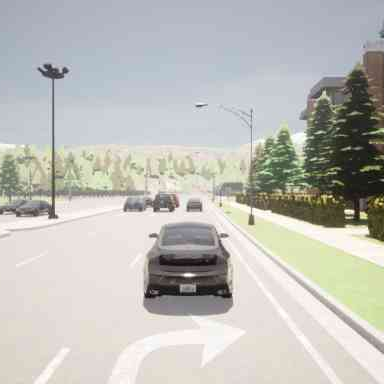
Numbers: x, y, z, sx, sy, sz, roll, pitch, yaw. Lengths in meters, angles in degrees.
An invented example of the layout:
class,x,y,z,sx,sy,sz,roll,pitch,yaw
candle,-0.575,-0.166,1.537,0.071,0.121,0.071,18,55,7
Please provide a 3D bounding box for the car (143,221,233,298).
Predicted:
class,x,y,z,sx,sy,sz,roll,pitch,yaw
car,-0.085,1.504,8.473,1.837,1.490,4.892,0,0,0

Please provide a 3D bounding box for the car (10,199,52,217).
class,x,y,z,sx,sy,sz,roll,pitch,yaw
car,-14.894,1.526,31.707,1.812,1.442,4.674,0,0,1

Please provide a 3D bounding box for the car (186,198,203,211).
class,x,y,z,sx,sy,sz,roll,pitch,yaw
car,0.297,1.492,39.606,2.128,1.511,4.902,0,0,1

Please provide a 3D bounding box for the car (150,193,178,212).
class,x,y,z,sx,sy,sz,roll,pitch,yaw
car,-3.216,1.221,38.798,2.150,2.045,5.566,0,0,1

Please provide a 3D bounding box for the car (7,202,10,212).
class,x,y,z,sx,sy,sz,roll,pitch,yaw
car,-18.348,1.526,35.080,1.812,1.442,4.674,0,0,1

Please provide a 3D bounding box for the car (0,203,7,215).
class,x,y,z,sx,sy,sz,roll,pitch,yaw
car,-15.030,1.221,21.903,2.150,2.045,5.566,0,0,1

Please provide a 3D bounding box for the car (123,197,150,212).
class,x,y,z,sx,sy,sz,roll,pitch,yaw
car,-6.705,1.352,39.537,2.097,1.767,4.553,0,0,1

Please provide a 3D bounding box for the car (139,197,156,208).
class,x,y,z,sx,sy,sz,roll,pitch,yaw
car,-6.554,1.505,49.464,1.837,1.490,4.892,0,0,1

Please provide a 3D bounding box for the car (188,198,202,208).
class,x,y,z,sx,sy,sz,roll,pitch,yaw
car,0.450,1.564,49.671,1.994,1.385,4.181,0,0,1

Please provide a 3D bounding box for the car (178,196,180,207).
class,x,y,z,sx,sy,sz,roll,pitch,yaw
car,-3.054,1.221,49.441,2.150,2.045,5.566,0,0,1
